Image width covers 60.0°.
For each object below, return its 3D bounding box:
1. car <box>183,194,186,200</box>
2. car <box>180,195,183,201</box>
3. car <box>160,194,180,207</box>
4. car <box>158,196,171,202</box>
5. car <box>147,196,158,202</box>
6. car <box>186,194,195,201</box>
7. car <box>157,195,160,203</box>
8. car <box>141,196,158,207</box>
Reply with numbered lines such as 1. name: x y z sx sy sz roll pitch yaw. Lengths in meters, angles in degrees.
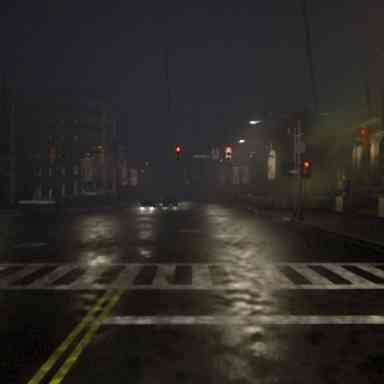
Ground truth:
1. car: -4.198 1.757 87.643 1.994 1.385 4.181 0 0 -29
2. car: -3.547 1.643 70.489 1.882 1.535 5.008 0 0 0
3. car: -3.550 1.351 55.239 2.150 2.045 5.566 0 0 0
4. car: -7.083 1.699 85.582 1.837 1.490 4.892 0 0 -25
5. car: -9.931 1.719 83.380 1.812 1.442 4.674 0 0 -21
6. car: -1.162 1.434 89.374 2.150 2.045 5.566 0 0 -29
7. car: -7.025 1.516 68.527 2.097 1.767 4.553 0 0 0
8. car: -7.046 1.727 53.832 1.895 1.301 4.718 0 0 0
